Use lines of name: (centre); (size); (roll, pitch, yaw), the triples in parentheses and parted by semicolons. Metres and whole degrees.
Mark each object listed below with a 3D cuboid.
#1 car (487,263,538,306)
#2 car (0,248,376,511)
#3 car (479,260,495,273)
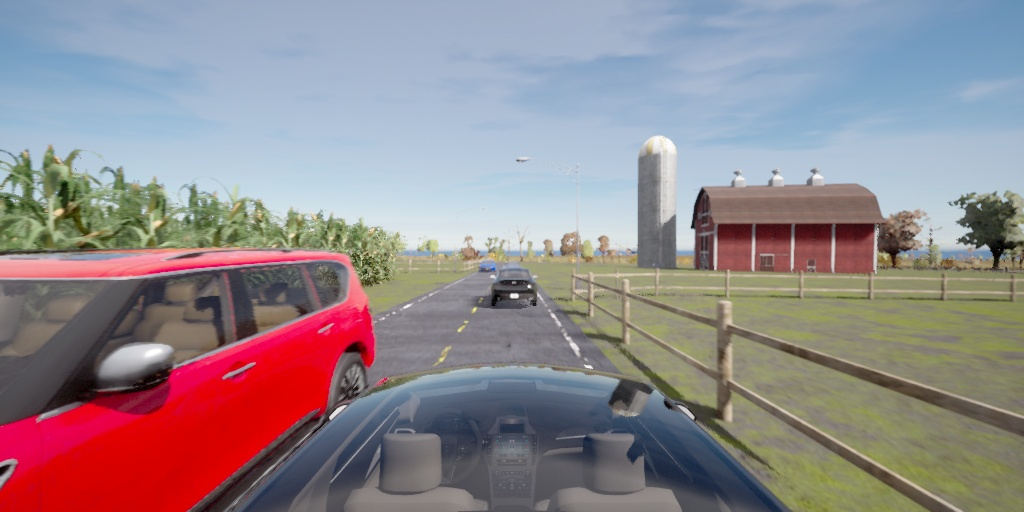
car: (0.087, 1.245, 15.802); (1.837, 1.490, 4.892); (0, 0, 0)
car: (-2.853, 0.964, 2.500); (2.150, 2.045, 5.566); (0, 1, 0)
car: (-2.882, 1.219, 43.262); (1.882, 1.535, 5.008); (0, 0, 0)
